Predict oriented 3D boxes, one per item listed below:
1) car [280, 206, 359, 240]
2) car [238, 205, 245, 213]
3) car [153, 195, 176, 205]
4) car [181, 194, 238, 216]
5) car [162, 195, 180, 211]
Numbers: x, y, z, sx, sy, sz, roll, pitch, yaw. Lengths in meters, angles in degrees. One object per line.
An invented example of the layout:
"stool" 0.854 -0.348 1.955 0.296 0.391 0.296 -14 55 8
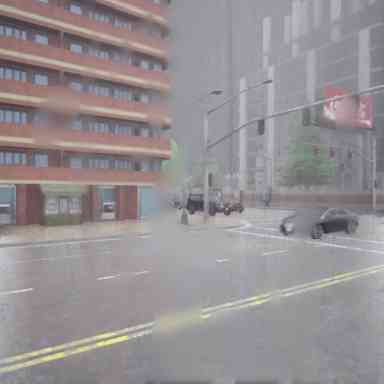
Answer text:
"car" 6.592 1.497 17.053 4.902 1.511 2.128 0 0 -35
"car" 3.538 1.609 36.169 1.895 1.301 4.718 0 0 -35
"car" -5.134 1.363 61.116 2.097 1.767 4.553 0 0 -35
"car" 1.615 1.229 32.812 2.150 2.045 5.566 0 0 -35
"car" -3.917 1.359 40.718 2.097 1.767 4.553 0 0 -35
